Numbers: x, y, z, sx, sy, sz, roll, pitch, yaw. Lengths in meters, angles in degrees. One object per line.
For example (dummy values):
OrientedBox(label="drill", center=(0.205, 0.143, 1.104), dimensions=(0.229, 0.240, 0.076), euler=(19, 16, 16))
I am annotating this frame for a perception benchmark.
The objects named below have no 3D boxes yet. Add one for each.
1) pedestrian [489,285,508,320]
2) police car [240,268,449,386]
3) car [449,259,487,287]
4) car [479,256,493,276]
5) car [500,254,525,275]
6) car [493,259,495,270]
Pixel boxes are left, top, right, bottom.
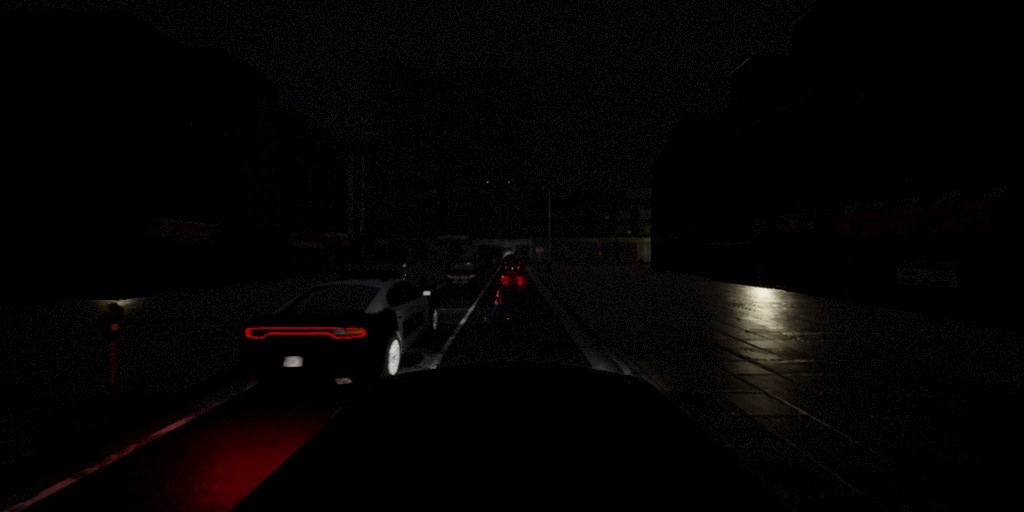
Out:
OrientedBox(label="pedestrian", center=(-0.379, 0.884, 10.093), dimensions=(0.375, 1.860, 0.375), euler=(0, 1, 0))
OrientedBox(label="police car", center=(-2.751, 1.073, 7.091), dimensions=(1.930, 1.638, 5.238), euler=(0, 1, 0))
OrientedBox(label="car", center=(-2.639, 0.977, 20.355), dimensions=(1.802, 1.307, 4.207), euler=(0, 0, 0))
OrientedBox(label="car", center=(-2.639, 0.856, 25.806), dimensions=(1.948, 1.339, 4.313), euler=(0, 0, 0))
OrientedBox(label="car", center=(0.067, 0.704, 29.799), dimensions=(2.128, 1.511, 4.902), euler=(0, 1, 0))
OrientedBox(label="car", center=(-2.639, 0.648, 36.709), dimensions=(1.948, 1.339, 4.313), euler=(0, 0, 0))
